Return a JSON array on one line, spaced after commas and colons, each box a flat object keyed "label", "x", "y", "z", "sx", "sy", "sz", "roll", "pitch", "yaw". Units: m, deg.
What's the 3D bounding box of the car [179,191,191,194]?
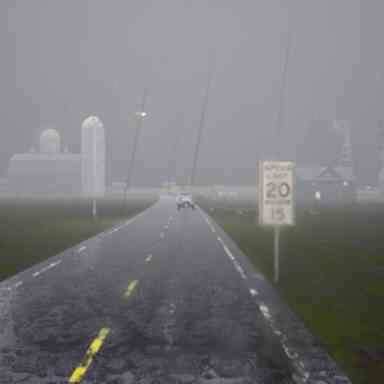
[{"label": "car", "x": -1.107, "y": 0.919, "z": 48.692, "sx": 2.150, "sy": 2.045, "sz": 5.566, "roll": 0, "pitch": 0, "yaw": -3}]

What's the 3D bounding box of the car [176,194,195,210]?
[{"label": "car", "x": -0.680, "y": 1.280, "z": 38.468, "sx": 1.812, "sy": 1.442, "sz": 4.674, "roll": 0, "pitch": 0, "yaw": -2}]
